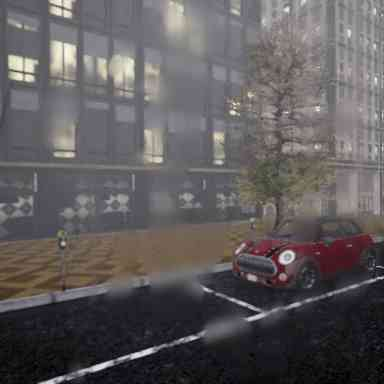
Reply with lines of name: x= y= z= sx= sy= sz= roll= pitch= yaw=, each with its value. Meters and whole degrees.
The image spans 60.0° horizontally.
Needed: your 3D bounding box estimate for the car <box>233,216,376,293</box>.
car: x=2.986 y=1.412 z=8.702 sx=4.097 sy=1.590 sz=1.967 roll=0 pitch=0 yaw=-36
